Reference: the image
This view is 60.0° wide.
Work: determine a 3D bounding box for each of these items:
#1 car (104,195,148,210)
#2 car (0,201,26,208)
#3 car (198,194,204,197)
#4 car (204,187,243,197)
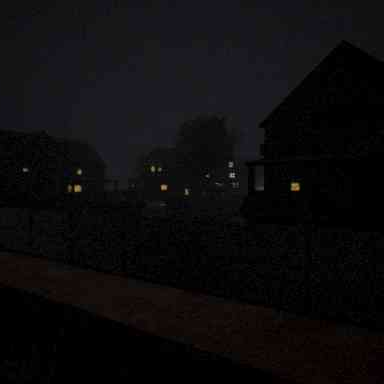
[{"bbox_3d":[-5.889,0.988,29.471,1.994,1.385,4.181,1,2,36],"label":"car"},{"bbox_3d":[-12.100,1.278,20.742,1.895,1.301,4.718,1,2,34],"label":"car"},{"bbox_3d":[2.310,0.658,40.906,1.994,1.385,4.181,1,2,35],"label":"car"},{"bbox_3d":[4.128,0.384,38.394,2.150,2.045,5.566,1,2,36],"label":"car"}]
